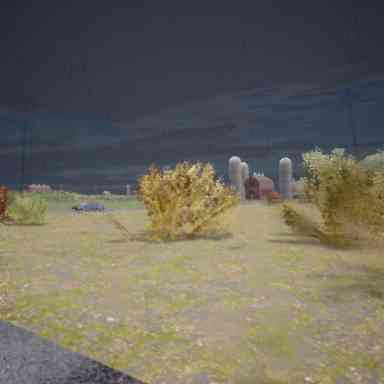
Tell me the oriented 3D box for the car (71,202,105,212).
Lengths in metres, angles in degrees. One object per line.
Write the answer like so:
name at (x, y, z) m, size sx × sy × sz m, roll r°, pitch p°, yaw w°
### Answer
car at (-16.016, 2.266, 51.514) m, size 2.033 × 1.411 × 5.357 m, roll -2°, pitch -2°, yaw 36°
